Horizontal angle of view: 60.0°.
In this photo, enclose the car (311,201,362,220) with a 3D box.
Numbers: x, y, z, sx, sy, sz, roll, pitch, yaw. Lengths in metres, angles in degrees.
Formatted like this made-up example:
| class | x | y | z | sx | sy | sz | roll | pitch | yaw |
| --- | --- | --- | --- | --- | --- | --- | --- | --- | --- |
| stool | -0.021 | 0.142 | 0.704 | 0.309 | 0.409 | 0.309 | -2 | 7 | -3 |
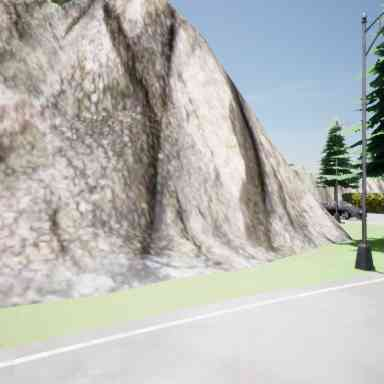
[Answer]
| class | x | y | z | sx | sy | sz | roll | pitch | yaw |
| --- | --- | --- | --- | --- | --- | --- | --- | --- | --- |
| car | 12.393 | 1.491 | 28.315 | 2.128 | 1.511 | 4.902 | 0 | 0 | -26 |
